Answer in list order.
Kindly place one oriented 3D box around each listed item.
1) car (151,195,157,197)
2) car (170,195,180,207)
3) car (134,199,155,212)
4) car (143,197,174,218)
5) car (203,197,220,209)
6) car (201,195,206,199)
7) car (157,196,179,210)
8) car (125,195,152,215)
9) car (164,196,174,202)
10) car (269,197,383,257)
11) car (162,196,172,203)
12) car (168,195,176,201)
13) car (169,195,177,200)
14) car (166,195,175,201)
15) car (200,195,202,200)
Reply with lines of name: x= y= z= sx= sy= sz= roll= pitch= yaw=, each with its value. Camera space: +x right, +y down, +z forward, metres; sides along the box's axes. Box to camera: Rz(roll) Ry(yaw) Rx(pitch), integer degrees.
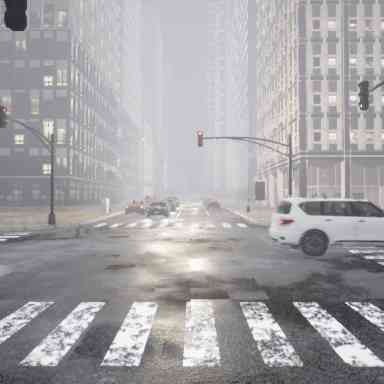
car: x=-5.494 y=1.332 z=44.948 sx=2.192 sy=1.841 sz=5.009 roll=1 pitch=0 yaw=0
car: x=-2.897 y=1.371 z=49.858 sx=2.097 sy=1.767 sz=4.553 roll=0 pitch=0 yaw=0
car: x=-5.522 y=1.597 z=39.372 sx=1.802 sy=1.307 sz=4.206 roll=1 pitch=0 yaw=0
car: x=-2.980 y=1.516 z=30.335 sx=1.837 sy=1.490 sz=4.892 roll=0 pitch=0 yaw=0
car: x=2.880 y=1.599 z=44.976 sx=1.802 sy=1.307 sz=4.206 roll=1 pitch=0 yaw=0
car: x=2.927 y=1.547 z=56.302 sx=1.752 sy=1.417 sz=4.829 roll=1 pitch=0 yaw=0
car: x=-2.942 y=1.520 z=39.784 sx=1.837 sy=1.490 sz=4.892 roll=0 pitch=0 yaw=0
car: x=-5.541 y=1.453 z=33.797 sx=1.967 sy=1.590 sz=4.097 roll=1 pitch=0 yaw=0
car: x=-5.367 y=1.582 z=78.398 sx=2.008 sy=1.369 sz=4.403 roll=1 pitch=0 yaw=0
car: x=5.732 y=1.219 z=12.462 sx=5.566 sy=2.045 sz=2.150 roll=0 pitch=0 yaw=0
car: x=-5.389 y=1.573 z=72.823 sx=1.887 sy=1.381 sz=4.507 roll=1 pitch=0 yaw=0
car: x=-5.323 y=1.587 z=89.548 sx=2.008 sy=1.369 sz=4.403 roll=1 pitch=0 yaw=0
car: x=-5.302 y=1.604 z=95.124 sx=1.947 sy=1.339 sz=4.313 roll=1 pitch=0 yaw=0
car: x=-5.345 y=1.578 z=83.973 sx=1.887 sy=1.381 sz=4.507 roll=1 pitch=0 yaw=0
car: x=2.947 y=1.590 z=61.709 sx=1.947 sy=1.339 sz=4.313 roll=1 pitch=0 yaw=0
